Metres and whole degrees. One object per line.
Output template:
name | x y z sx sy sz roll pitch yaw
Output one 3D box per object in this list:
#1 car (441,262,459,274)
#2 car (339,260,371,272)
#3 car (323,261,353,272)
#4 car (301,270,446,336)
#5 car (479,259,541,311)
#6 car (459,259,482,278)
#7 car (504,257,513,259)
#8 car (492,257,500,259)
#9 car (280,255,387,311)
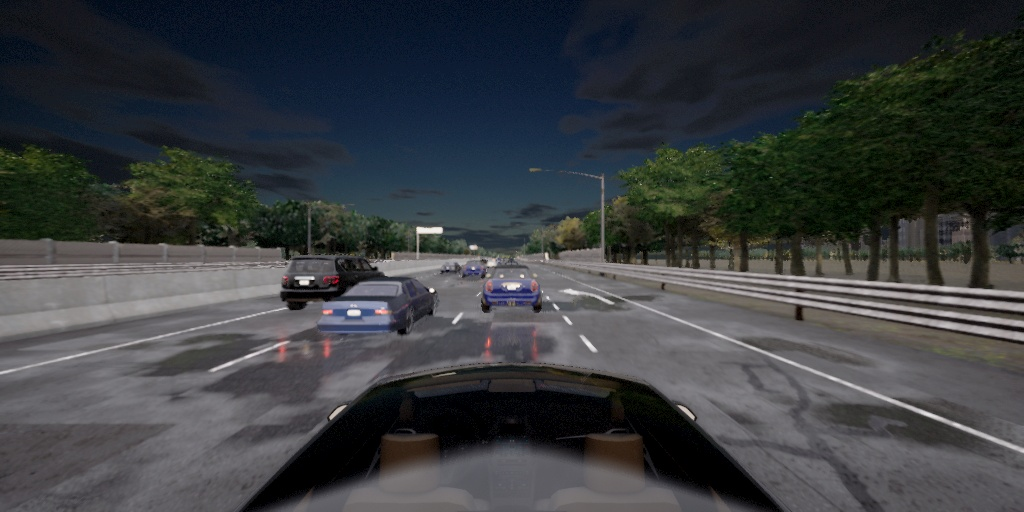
car | -7.049 1.380 41.908 2.033 1.411 5.357 0 0 0
car | -21.116 1.342 48.381 2.128 1.511 4.902 0 0 0
car | -24.603 1.458 50.983 1.895 1.301 4.718 0 0 1
car | -3.506 1.311 10.455 2.033 1.411 5.357 0 0 0
car | -0.011 1.123 14.639 2.097 1.767 4.553 0 0 0
car | -3.538 1.168 35.046 2.097 1.767 4.553 0 0 0
car | -0.076 1.436 63.951 2.033 1.411 5.357 0 0 0
car | -3.577 1.415 63.982 1.812 1.442 4.674 0 0 0
car | -7.011 0.994 14.783 2.150 2.045 5.566 0 0 0
